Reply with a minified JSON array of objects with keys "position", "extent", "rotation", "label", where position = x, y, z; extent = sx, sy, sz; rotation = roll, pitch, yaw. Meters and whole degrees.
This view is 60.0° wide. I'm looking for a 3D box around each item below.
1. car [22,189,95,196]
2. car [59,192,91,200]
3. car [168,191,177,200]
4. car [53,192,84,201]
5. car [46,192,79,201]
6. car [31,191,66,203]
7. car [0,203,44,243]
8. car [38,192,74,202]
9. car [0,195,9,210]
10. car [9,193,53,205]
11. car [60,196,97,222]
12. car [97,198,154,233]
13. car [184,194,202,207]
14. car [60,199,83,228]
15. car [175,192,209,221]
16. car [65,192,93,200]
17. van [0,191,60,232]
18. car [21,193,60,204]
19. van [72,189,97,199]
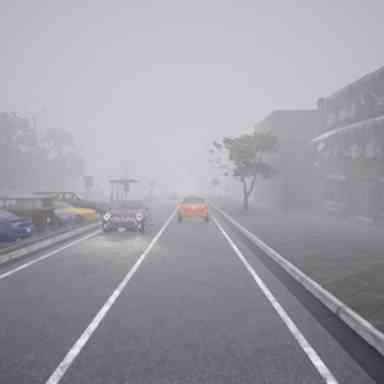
[{"position":[-8.946,0.966,24.442],"extent":[5.566,2.045,2.435],"rotation":[0,1,0],"label":"car"},{"position":[-21.900,0.714,62.417],"extent":[5.366,1.575,1.946],"rotation":[0,1,0],"label":"car"},{"position":[-3.264,0.658,59.228],"extent":[1.837,1.490,4.892],"rotation":[0,2,1],"label":"car"},{"position":[-22.112,0.782,59.643],"extent":[4.792,1.488,2.163],"rotation":[0,1,0],"label":"car"},{"position":[-22.075,0.789,56.868],"extent":[4.892,1.521,2.231],"rotation":[0,1,0],"label":"car"},{"position":[-22.108,0.734,51.316],"extent":[4.553,1.767,2.185],"rotation":[0,1,0],"label":"car"},{"position":[-8.959,1.368,13.233],"extent":[5.008,1.535,2.097],"rotation":[0,1,0],"label":"car"},{"position":[-22.085,0.824,54.093],"extent":[5.008,1.535,2.097],"rotation":[0,1,0],"label":"car"},{"position":[-22.033,1.111,34.666],"extent":[4.792,1.488,2.163],"rotation":[0,1,0],"label":"car"},{"position":[-22.067,0.933,45.767],"extent":[5.008,1.535,2.097],"rotation":[0,1,0],"label":"car"},{"position":[-8.786,1.252,21.642],"extent":[5.366,1.575,1.946],"rotation":[0,1,0],"label":"car"},{"position":[-3.340,1.161,18.027],"extent":[2.097,1.767,4.553],"rotation":[0,1,0],"label":"car"},{"position":[0.121,1.045,41.607],"extent":[2.033,1.411,5.357],"rotation":[0,1,0],"label":"car"},{"position":[-8.972,1.333,18.840],"extent":[4.674,1.452,2.002],"rotation":[0,1,0],"label":"car"},{"position":[0.112,1.084,24.365],"extent":[2.097,1.767,4.553],"rotation":[0,1,0],"label":"car"},{"position":[-22.118,0.712,65.194],"extent":[4.792,1.488,2.163],"rotation":[0,1,0],"label":"car"},{"position":[-9.083,1.105,16.033],"extent":[4.442,1.987,1.878],"rotation":[0,1,0],"label":"van"},{"position":[-22.072,0.936,48.543],"extent":[4.674,1.452,2.002],"rotation":[0,1,0],"label":"car"},{"position":[-21.973,0.421,67.964],"extent":[4.442,1.987,1.878],"rotation":[0,1,0],"label":"van"}]
